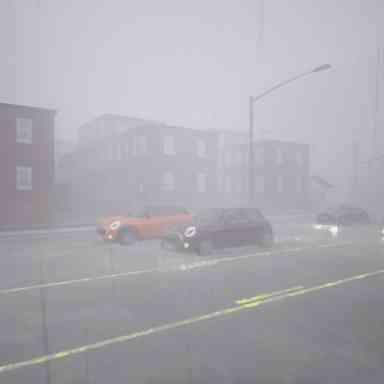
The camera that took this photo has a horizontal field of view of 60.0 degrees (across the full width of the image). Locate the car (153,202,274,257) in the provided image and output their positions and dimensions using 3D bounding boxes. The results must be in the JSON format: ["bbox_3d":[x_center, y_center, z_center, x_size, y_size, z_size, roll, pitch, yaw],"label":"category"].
[{"bbox_3d":[1.061,1.365,13.135,4.553,1.767,2.097,0,0,-34],"label":"car"}]

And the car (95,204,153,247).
[{"bbox_3d":[-2.032,1.363,15.268,4.553,1.767,2.097,0,0,-34],"label":"car"}]

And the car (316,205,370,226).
[{"bbox_3d":[10.878,1.602,23.934,4.181,1.385,1.994,0,0,-34],"label":"car"}]
